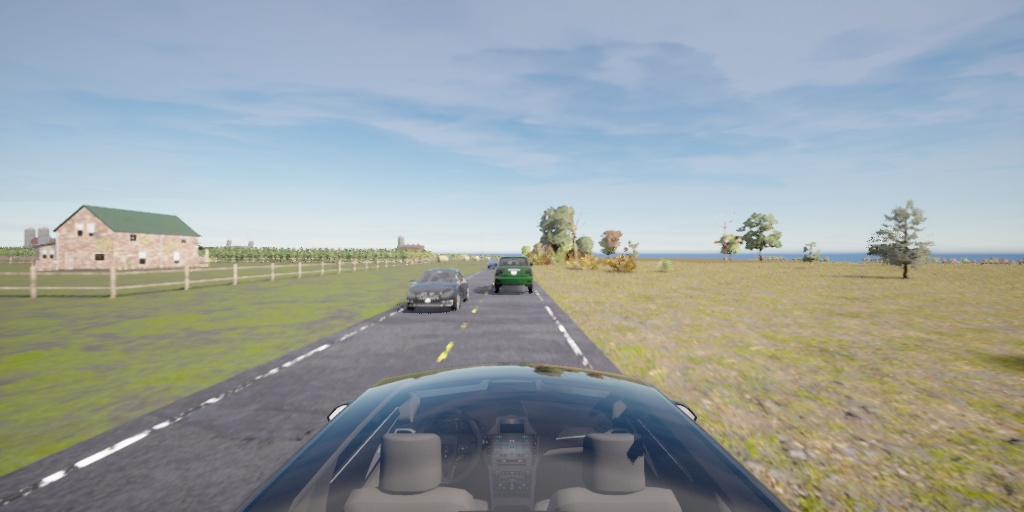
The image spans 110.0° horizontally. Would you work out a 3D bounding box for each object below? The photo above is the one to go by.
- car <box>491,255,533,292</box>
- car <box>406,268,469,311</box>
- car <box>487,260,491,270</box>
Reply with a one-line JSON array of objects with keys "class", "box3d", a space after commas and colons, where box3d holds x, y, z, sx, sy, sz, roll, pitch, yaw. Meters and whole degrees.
[{"class": "car", "box3d": [0.099, 0.992, 21.511, 2.150, 2.045, 5.566, 0, 0, 0]}, {"class": "car", "box3d": [-2.850, 1.265, 14.550, 1.837, 1.490, 4.892, 0, 0, 0]}, {"class": "car", "box3d": [-2.810, 1.298, 56.276, 1.882, 1.535, 5.008, 0, 0, 0]}]
